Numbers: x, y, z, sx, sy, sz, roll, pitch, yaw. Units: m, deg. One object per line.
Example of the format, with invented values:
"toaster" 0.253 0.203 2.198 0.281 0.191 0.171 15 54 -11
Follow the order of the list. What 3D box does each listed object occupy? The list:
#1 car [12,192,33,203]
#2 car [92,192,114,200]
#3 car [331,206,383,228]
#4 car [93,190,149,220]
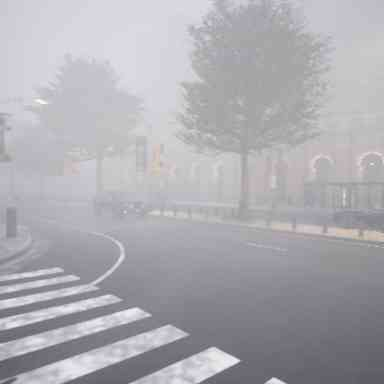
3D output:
"car" -23.228 0.751 45.507 1.837 1.490 4.892 0 0 -41
"car" -16.015 0.739 59.798 1.895 1.301 4.718 0 1 -41
"car" 10.581 1.471 19.039 1.895 1.301 4.718 0 1 -41
"car" -5.506 0.871 25.054 2.150 2.045 5.566 0 1 -41
